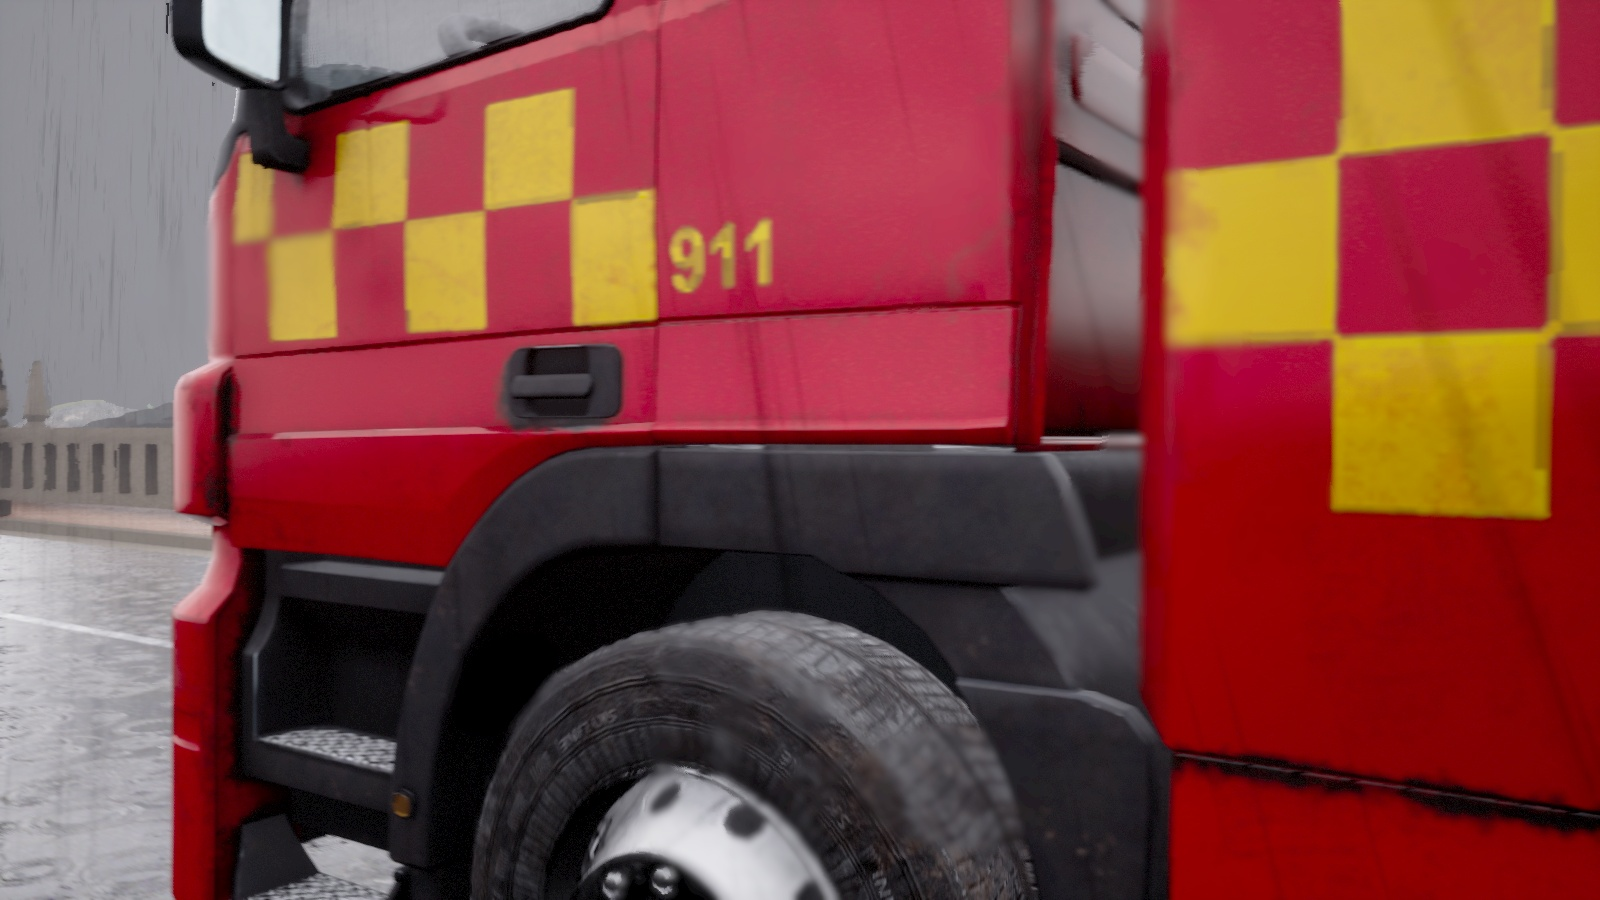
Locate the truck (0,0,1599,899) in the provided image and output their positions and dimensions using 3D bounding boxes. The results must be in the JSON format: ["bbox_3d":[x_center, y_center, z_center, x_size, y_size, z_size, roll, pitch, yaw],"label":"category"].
[{"bbox_3d":[2.279,-0.468,2.087,8.468,3.827,2.891,0,1,34],"label":"truck"}]
